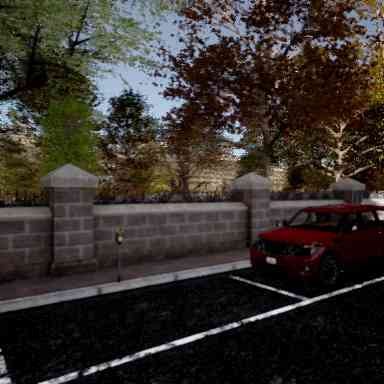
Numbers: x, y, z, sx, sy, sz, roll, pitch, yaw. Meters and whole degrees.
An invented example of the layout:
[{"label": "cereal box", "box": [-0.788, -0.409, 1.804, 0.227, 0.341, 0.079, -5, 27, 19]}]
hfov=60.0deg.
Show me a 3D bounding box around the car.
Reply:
[{"label": "car", "box": [3.935, 1.306, 9.358, 5.009, 1.841, 2.192, 0, 0, -35]}]
